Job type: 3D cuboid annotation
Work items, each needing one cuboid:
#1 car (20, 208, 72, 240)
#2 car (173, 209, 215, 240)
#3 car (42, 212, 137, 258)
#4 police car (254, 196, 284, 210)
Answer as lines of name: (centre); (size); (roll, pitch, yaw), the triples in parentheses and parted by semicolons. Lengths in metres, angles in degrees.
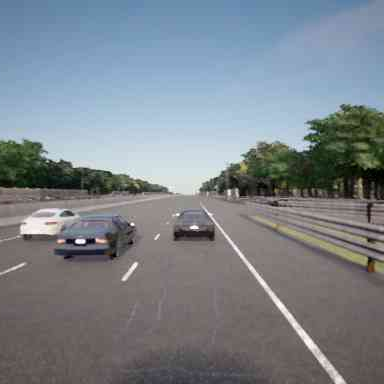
car: (-6.897, 1.531, 16.863); (1.812, 1.442, 4.674); (0, 0, 0)
car: (0.103, 1.569, 17.017); (1.994, 1.385, 4.181); (0, 0, 0)
car: (-3.397, 1.551, 12.644); (2.033, 1.411, 5.357); (0, 0, 0)
police car: (9.221, 1.363, 40.629); (1.930, 1.638, 5.238); (-1, -1, -18)
